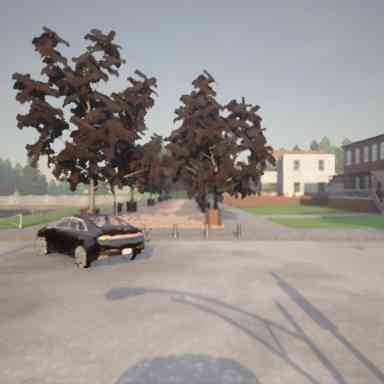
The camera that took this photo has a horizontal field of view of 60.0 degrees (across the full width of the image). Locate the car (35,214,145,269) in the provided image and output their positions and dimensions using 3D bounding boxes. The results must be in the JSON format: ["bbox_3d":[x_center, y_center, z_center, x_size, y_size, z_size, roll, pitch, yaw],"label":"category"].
[{"bbox_3d":[-3.595,1.487,11.241,4.902,1.511,2.128,0,-1,44],"label":"car"}]
